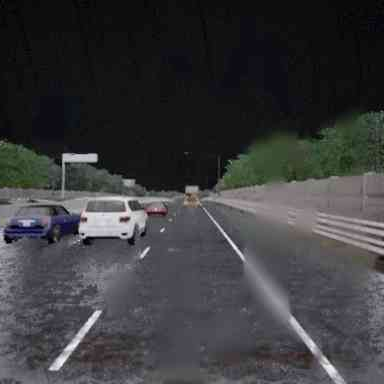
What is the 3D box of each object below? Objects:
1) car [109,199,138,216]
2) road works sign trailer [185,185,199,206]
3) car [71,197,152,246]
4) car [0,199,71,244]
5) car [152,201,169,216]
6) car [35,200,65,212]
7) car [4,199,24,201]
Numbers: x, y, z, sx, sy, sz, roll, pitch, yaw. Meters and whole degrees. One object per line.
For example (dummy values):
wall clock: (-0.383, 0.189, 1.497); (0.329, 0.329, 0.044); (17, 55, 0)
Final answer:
car: (-6.904, 1.547, 34.115); (1.882, 1.535, 5.008); (0, 0, 0)
road works sign trailer: (-0.002, 0.654, 57.450); (2.380, 3.560, 2.880); (0, 0, 0)
car: (-3.403, 1.235, 15.388); (2.150, 2.045, 5.566); (0, 0, 0)
car: (-6.903, 1.367, 16.014); (2.097, 1.767, 4.553); (0, 0, 0)
car: (-3.403, 1.630, 33.324); (1.994, 1.385, 4.181); (0, 0, 0)
car: (-17.587, 1.668, 41.410); (1.994, 1.385, 4.181); (0, 0, 0)
car: (-21.084, 1.612, 41.912); (1.837, 1.490, 4.892); (0, -1, 0)
